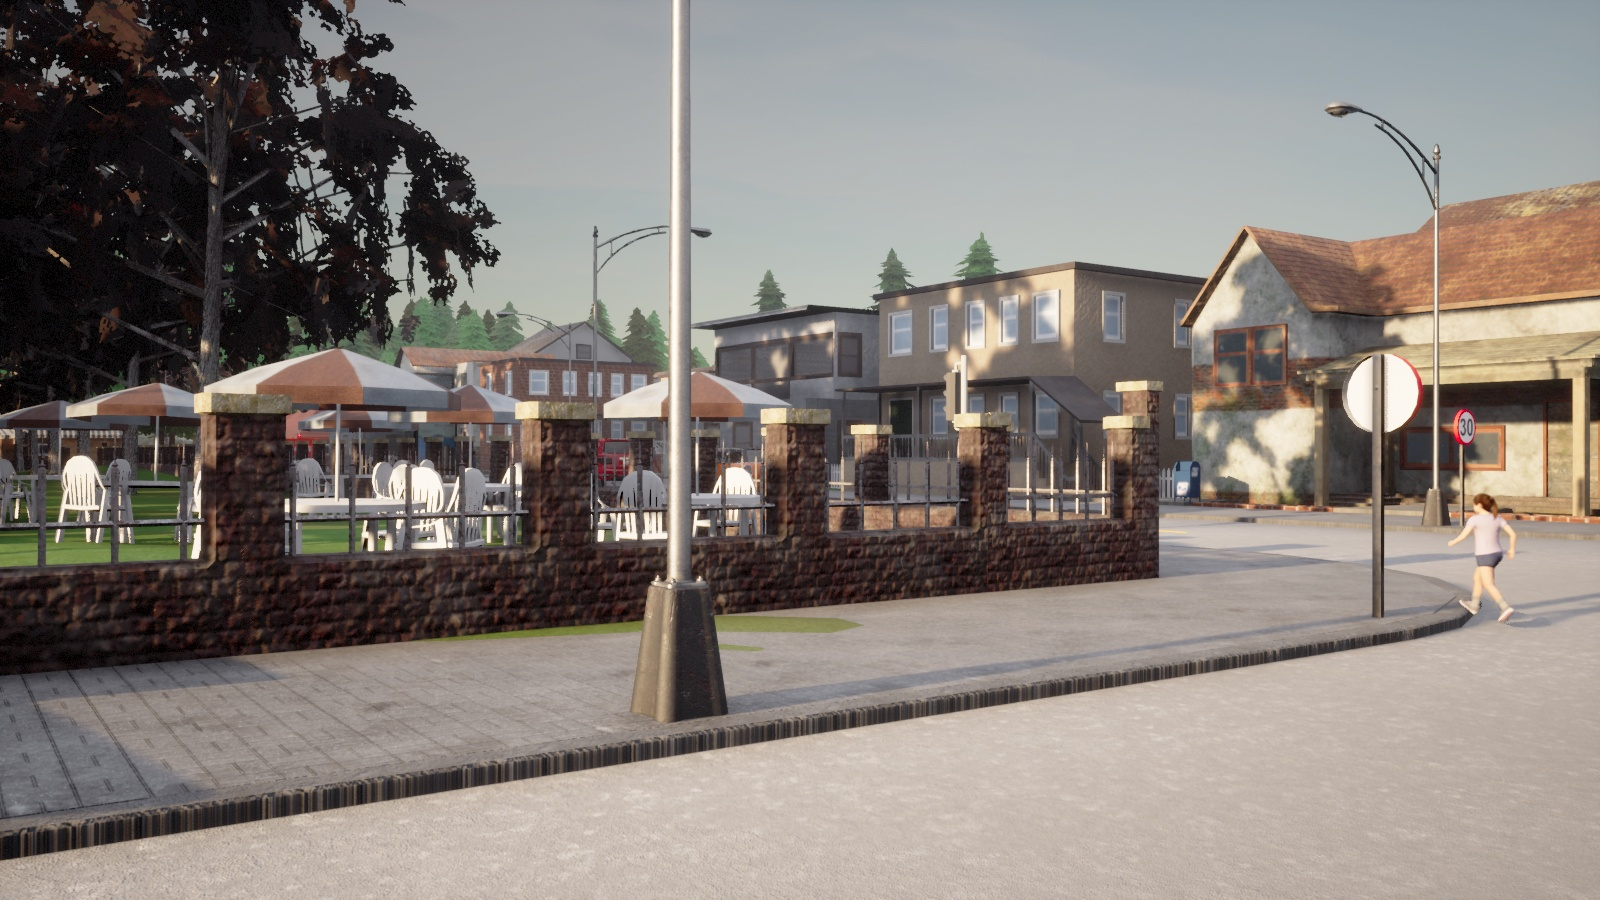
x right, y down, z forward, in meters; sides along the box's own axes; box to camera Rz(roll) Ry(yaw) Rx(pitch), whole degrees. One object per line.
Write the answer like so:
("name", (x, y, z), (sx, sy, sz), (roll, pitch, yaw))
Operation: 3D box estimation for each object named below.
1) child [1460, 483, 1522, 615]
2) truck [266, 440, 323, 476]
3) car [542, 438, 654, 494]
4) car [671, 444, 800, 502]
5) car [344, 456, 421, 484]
("child", (5.993, 0.845, 10.895), (0.255, 1.110, 0.394), (0, 0, -21))
("truck", (-35.828, 0.552, 88.933), (2.627, 2.467, 5.204), (0, 0, -35))
("car", (-7.976, 0.601, 49.126), (2.150, 2.045, 5.566), (0, 0, -35))
("car", (-2.155, 0.708, 40.806), (2.097, 1.767, 4.553), (0, 0, -35))
("car", (-21.569, 1.014, 65.048), (1.994, 1.385, 4.181), (0, 0, 11))
